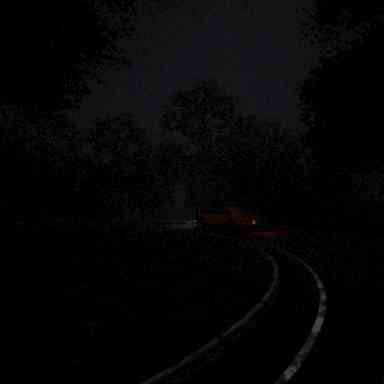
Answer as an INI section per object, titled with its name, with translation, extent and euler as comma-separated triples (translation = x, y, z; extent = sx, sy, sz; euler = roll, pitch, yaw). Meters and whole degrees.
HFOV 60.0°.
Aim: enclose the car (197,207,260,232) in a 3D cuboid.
[car]
translation = 2.324, 1.770, 22.637
extent = 1.882, 1.535, 5.008
euler = 1, -2, -38
